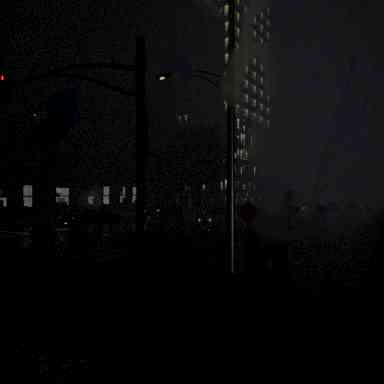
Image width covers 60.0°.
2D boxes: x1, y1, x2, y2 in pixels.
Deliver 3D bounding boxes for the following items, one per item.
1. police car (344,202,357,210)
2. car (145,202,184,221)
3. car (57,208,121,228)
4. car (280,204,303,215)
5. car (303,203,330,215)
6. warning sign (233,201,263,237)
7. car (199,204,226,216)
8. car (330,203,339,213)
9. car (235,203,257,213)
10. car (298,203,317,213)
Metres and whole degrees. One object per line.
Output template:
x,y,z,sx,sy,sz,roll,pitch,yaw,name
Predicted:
31.476,2.738,65.848,1.930,1.638,5.238,0,-1,33,police car
-2.779,1.835,32.877,2.097,1.767,4.553,0,-1,33,car
-7.694,1.921,25.234,1.895,1.301,4.718,0,-1,33,car
13.933,2.459,46.577,1.895,1.301,4.718,0,-1,33,car
16.987,2.375,45.226,1.837,1.490,4.892,0,-1,33,car
3.123,1.454,18.543,1.300,1.860,1.060,1,1,33,warning sign
2.646,2.188,41.306,1.812,1.442,4.674,0,-1,33,car
22.516,2.529,53.841,1.882,1.535,5.008,0,-1,33,car
8.084,2.404,49.674,1.994,1.385,4.181,0,-1,34,car
19.118,2.533,54.738,1.837,1.490,4.892,0,-1,33,car
